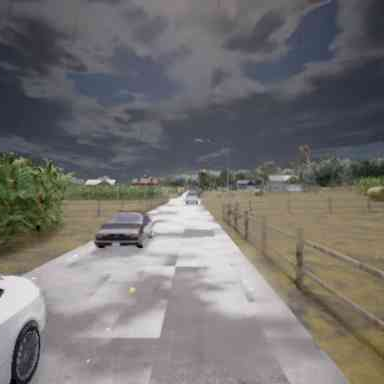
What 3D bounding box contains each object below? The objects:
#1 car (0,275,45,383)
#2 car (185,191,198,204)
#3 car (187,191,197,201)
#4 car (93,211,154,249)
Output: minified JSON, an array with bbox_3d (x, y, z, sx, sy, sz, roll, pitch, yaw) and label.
[{"bbox_3d":[-2.840,1.534,2.653,1.812,1.442,4.674,0,0,0],"label":"car"},{"bbox_3d":[-0.020,1.057,60.292,2.150,2.045,5.566,0,0,0],"label":"car"},{"bbox_3d":[-0.025,0.817,70.780,2.150,2.045,5.566,0,0,0],"label":"car"},{"bbox_3d":[-2.821,1.568,15.021,2.033,1.411,5.357,0,0,0],"label":"car"}]
